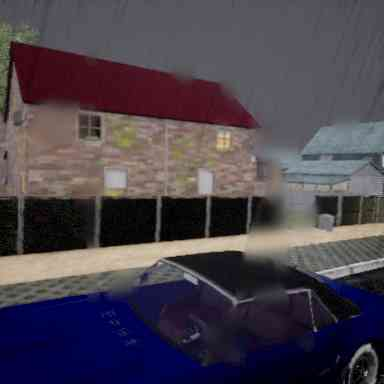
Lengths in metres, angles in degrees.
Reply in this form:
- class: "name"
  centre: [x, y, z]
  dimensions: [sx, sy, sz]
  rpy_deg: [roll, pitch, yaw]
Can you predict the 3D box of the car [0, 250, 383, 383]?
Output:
- class: "car"
  centre: [0.078, 1.383, 3.308]
  dimensions: [4.718, 1.301, 1.895]
  rpy_deg: [1, 4, -32]
